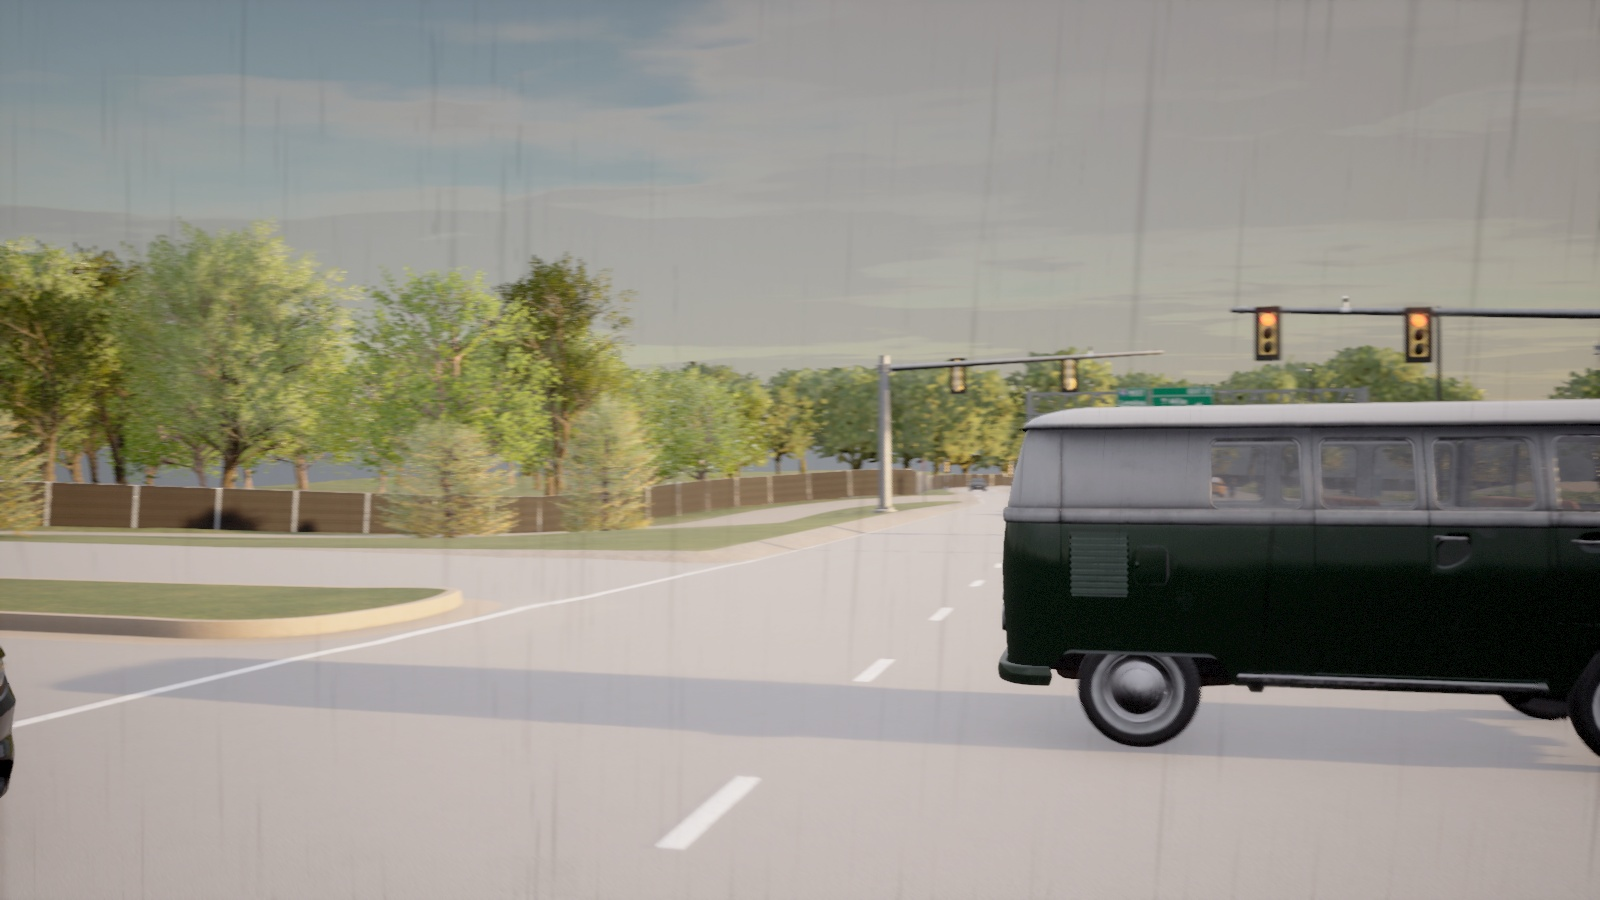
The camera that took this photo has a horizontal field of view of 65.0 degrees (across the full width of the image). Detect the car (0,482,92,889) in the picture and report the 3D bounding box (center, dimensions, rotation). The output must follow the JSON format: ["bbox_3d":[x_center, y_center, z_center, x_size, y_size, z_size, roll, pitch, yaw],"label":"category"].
[{"bbox_3d":[-5.525,0.902,5.406,5.008,1.535,1.882,0,-1,28],"label":"car"}]

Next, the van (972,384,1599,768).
[{"bbox_3d":[3.368,0.679,7.593,4.442,1.987,1.775,-1,-1,13],"label":"van"}]
